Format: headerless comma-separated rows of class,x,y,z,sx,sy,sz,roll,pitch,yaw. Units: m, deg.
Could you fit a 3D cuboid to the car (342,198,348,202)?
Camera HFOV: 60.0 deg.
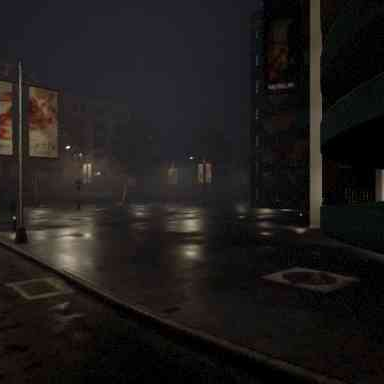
car,22.136,1.413,51.046,4.786,1.482,2.161,0,0,-41

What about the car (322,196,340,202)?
car,15.593,1.320,39.958,4.674,1.452,2.002,0,0,-41
